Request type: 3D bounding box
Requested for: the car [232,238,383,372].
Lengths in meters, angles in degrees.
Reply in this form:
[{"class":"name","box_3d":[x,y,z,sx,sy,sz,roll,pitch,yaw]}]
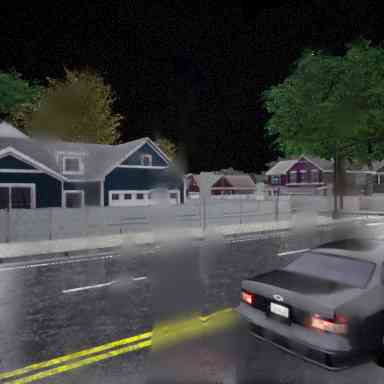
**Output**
[{"class":"car","box_3d":[3.143,1.539,5.709,5.357,1.411,2.033,0,0,-36]}]
